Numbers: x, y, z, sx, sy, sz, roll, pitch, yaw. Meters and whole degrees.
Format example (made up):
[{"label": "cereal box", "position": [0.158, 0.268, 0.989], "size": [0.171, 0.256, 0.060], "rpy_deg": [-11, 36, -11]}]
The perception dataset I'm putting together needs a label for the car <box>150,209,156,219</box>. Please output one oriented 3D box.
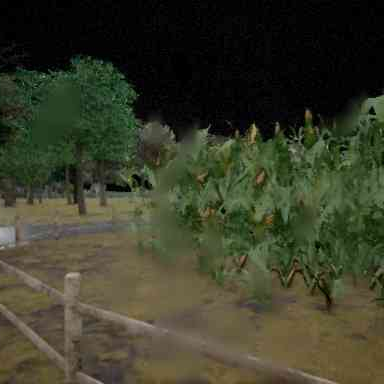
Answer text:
[{"label": "car", "position": [-2.271, 1.964, 34.549], "size": [1.882, 1.535, 5.008], "rpy_deg": [-2, -2, 36]}]
